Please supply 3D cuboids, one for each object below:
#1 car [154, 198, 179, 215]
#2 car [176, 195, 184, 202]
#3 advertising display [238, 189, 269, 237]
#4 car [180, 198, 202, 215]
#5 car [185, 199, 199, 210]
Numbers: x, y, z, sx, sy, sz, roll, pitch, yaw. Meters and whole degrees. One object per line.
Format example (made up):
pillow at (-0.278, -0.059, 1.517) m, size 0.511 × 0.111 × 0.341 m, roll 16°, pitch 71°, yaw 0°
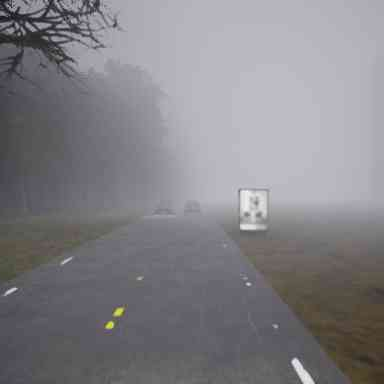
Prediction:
car at (-2.841, 1.646, 35.309) m, size 2.033 × 1.411 × 5.357 m, roll 0°, pitch 0°, yaw 0°
car at (-2.734, 1.489, 76.916) m, size 2.097 × 1.767 × 4.553 m, roll 0°, pitch 0°, yaw 0°
advertising display at (3.143, 1.053, 17.059) m, size 1.540 × 2.440 × 0.280 m, roll 1°, pitch 0°, yaw 0°
car at (0.081, 1.647, 35.371) m, size 2.033 × 1.411 × 5.357 m, roll 0°, pitch 0°, yaw 0°
car at (0.026, 1.721, 47.230) m, size 1.994 × 1.385 × 4.181 m, roll 0°, pitch 0°, yaw 1°
